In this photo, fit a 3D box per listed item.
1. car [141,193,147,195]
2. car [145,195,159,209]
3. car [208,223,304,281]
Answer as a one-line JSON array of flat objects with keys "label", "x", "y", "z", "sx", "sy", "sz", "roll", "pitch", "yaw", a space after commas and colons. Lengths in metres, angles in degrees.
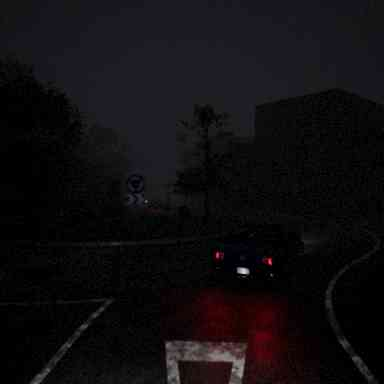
[{"label": "car", "x": -12.347, "y": 1.075, "z": 84.373, "sx": 2.097, "sy": 1.767, "sz": 4.553, "roll": 0, "pitch": 1, "yaw": -5}, {"label": "car", "x": -5.269, "y": 1.553, "z": 47.252, "sx": 2.128, "sy": 1.511, "sz": 4.902, "roll": 0, "pitch": 0, "yaw": -12}, {"label": "car", "x": 2.193, "y": 1.597, "z": 10.160, "sx": 1.895, "sy": 1.301, "sz": 4.718, "roll": 1, "pitch": 2, "yaw": 25}]
